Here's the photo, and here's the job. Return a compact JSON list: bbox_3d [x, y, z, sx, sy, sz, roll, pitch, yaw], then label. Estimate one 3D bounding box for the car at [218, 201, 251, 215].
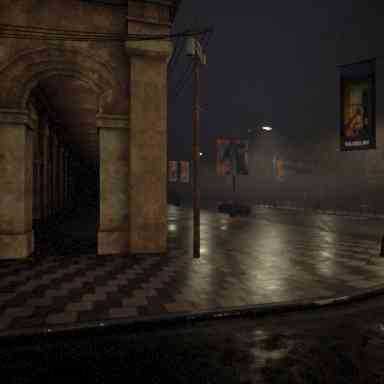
[{"bbox_3d":[4.224,1.595,33.572,1.895,1.301,4.718,0,0,-15],"label":"car"}]
